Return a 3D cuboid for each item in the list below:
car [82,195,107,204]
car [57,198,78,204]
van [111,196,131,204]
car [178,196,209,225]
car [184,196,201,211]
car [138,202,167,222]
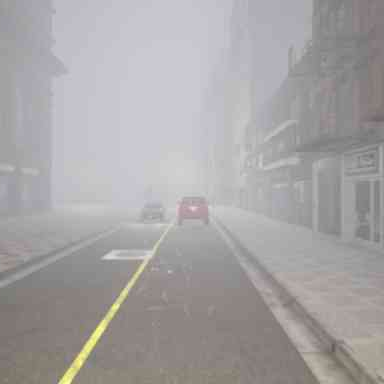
[{"bbox_3d":[-20.342,1.616,69.565,5.009,1.841,2.192,0,0,-1],"label":"car"},{"bbox_3d":[-25.982,1.863,69.479,4.313,1.339,1.947,0,0,-1],"label":"car"},{"bbox_3d":[-14.701,1.643,69.649,3.998,1.788,1.690,0,0,-1],"label":"van"},{"bbox_3d":[0.110,1.278,24.737,2.150,2.045,5.566,0,0,0],"label":"car"},{"bbox_3d":[0.114,1.489,43.384,2.097,1.767,4.553,0,0,0],"label":"car"},{"bbox_3d":[-3.082,1.568,26.720,1.837,1.490,4.892,0,0,0],"label":"car"}]
